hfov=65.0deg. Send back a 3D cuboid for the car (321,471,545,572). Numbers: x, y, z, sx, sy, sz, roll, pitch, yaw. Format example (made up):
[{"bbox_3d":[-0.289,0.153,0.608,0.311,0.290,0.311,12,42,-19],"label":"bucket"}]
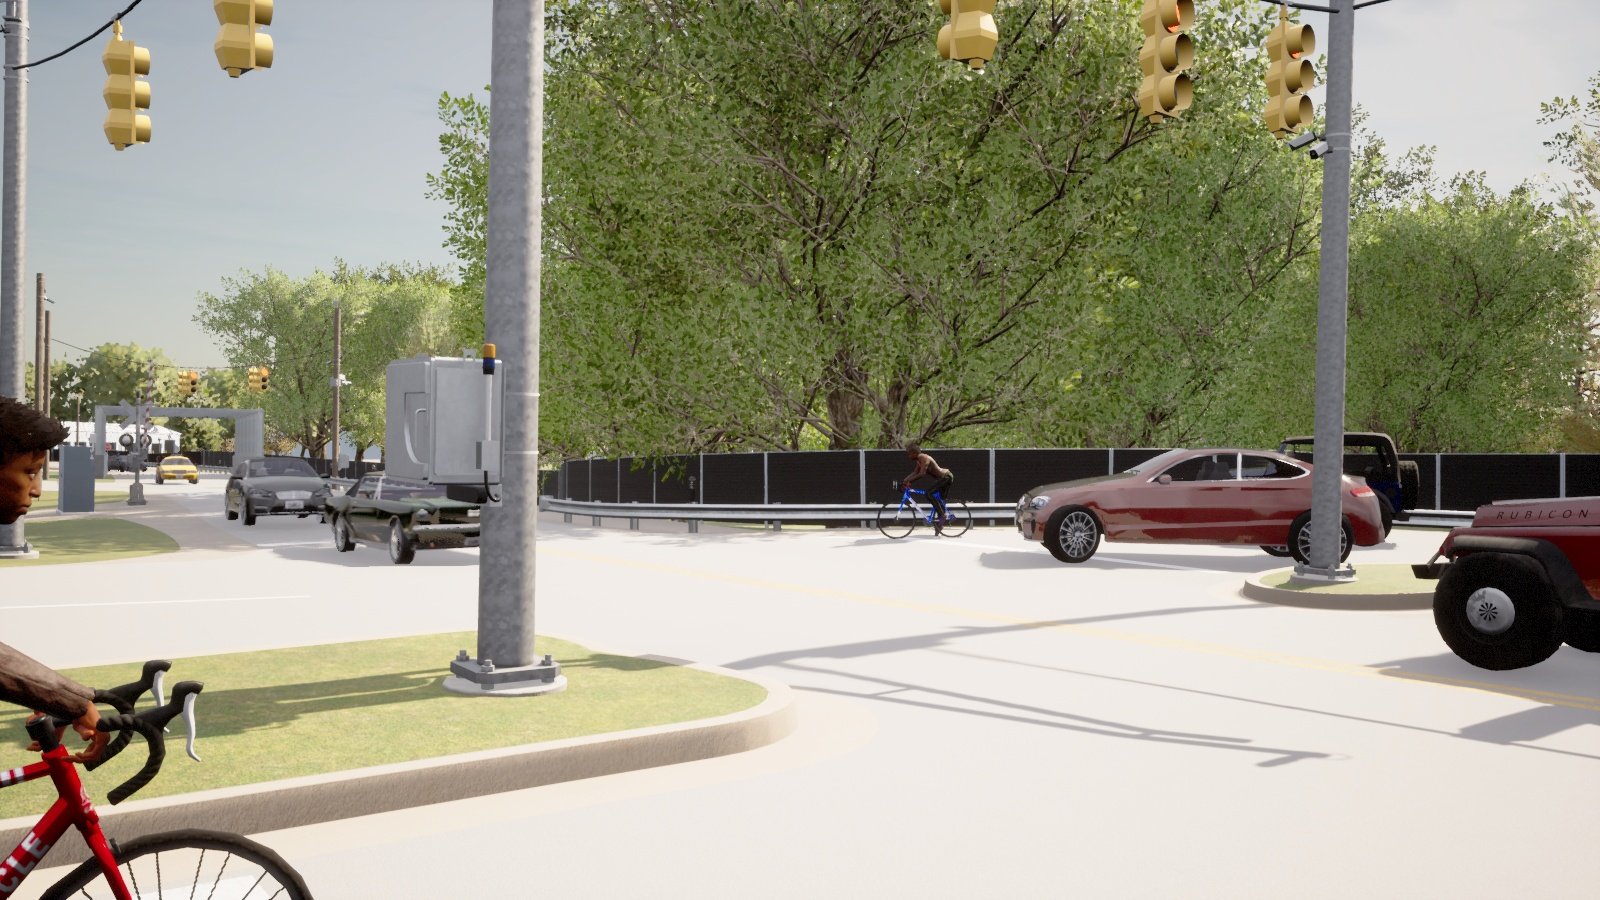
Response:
[{"bbox_3d":[-5.738,0.994,19.225,1.895,1.301,4.718,0,0,-35],"label":"car"}]

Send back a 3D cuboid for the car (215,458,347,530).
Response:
[{"bbox_3d":[-12.149,0.945,29.216,2.128,1.511,4.902,0,0,-31],"label":"car"}]

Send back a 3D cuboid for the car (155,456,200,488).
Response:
[{"bbox_3d":[-32.666,1.123,65.797,1.801,1.575,5.366,0,0,-30],"label":"car"}]

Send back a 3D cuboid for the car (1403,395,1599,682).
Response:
[{"bbox_3d":[6.358,0.580,8.264,1.905,1.878,3.866,1,-1,-35],"label":"car"}]

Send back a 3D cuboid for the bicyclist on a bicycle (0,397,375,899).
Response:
[{"bbox_3d":[-1.752,0.713,2.437,1.656,1.620,0.582,0,0,-36],"label":"bicyclist on a bicycle"}]

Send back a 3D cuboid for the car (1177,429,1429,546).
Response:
[{"bbox_3d":[8.581,0.580,21.696,3.866,1.878,1.905,1,1,19],"label":"car"}]

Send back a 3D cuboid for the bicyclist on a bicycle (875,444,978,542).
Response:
[{"bbox_3d":[2.176,0.723,21.665,1.656,1.620,0.582,-1,1,-3],"label":"bicyclist on a bicycle"}]

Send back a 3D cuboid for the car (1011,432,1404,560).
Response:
[{"bbox_3d":[5.658,0.594,18.098,5.027,1.651,2.152,1,1,6],"label":"car"}]
